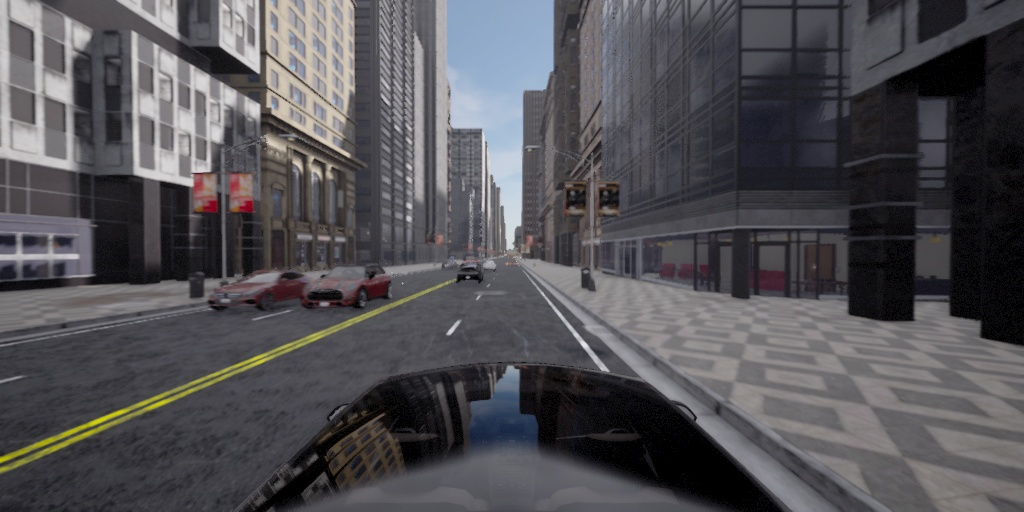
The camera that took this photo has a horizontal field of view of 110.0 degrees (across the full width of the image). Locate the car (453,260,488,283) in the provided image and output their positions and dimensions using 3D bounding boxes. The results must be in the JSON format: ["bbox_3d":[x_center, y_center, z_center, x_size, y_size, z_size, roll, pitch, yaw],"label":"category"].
[{"bbox_3d":[-3.143,1.287,28.033,1.837,1.490,4.892,0,0,0],"label":"car"}]

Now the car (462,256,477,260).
[{"bbox_3d":[-6.540,1.091,56.098,2.150,2.045,5.566,0,0,1],"label":"car"}]

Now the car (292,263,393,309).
[{"bbox_3d":[-6.595,1.110,14.850,2.097,1.767,4.553,0,0,0],"label":"car"}]

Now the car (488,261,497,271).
[{"bbox_3d":[-3.137,1.384,50.411,1.812,1.442,4.674,0,0,0],"label":"car"}]

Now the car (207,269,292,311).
[{"bbox_3d":[-9.845,1.284,14.645,1.812,1.442,4.674,0,0,0],"label":"car"}]

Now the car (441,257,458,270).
[{"bbox_3d":[-9.792,1.367,56.164,2.128,1.511,4.902,0,0,1],"label":"car"}]
